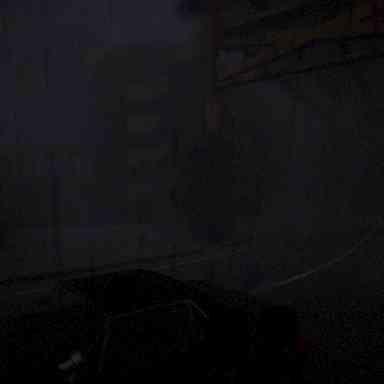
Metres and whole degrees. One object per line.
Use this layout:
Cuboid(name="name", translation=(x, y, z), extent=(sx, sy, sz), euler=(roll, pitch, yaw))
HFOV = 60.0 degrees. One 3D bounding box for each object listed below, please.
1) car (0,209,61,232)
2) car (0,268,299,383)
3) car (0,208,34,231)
Cuboid(name="car", translation=(-12.490, 2.131, 24.634), extent=(2.033, 1.415, 5.357), euler=(-1, -1, 34))
Cuboid(name="car", translation=(-1.019, 1.625, 3.409), extent=(4.718, 1.301, 1.895), euler=(0, 0, -39))
Cuboid(name="car", translation=(-14.929, 2.166, 26.384), extent=(1.851, 1.617, 3.988), euler=(-1, -1, 34))
